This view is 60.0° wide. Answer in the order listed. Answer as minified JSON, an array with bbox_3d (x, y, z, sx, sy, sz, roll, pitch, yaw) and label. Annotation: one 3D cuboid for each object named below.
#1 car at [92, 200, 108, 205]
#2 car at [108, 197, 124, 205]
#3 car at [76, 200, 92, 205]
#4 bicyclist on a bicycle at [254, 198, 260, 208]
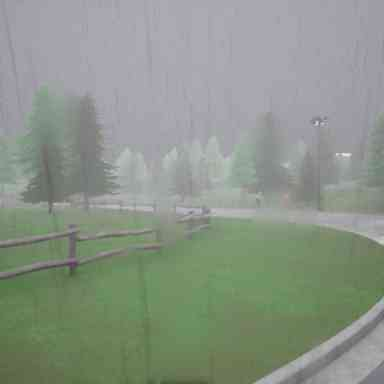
[{"bbox_3d":[-20.449,2.231,71.159,1.895,1.301,4.718,0,-1,-39],"label":"car"},{"bbox_3d":[-17.697,2.172,73.323,2.128,1.511,4.902,0,-1,-39],"label":"car"},{"bbox_3d":[-23.201,2.221,69.003,1.895,1.301,4.718,0,-1,-39],"label":"car"},{"bbox_3d":[10.057,1.696,51.007,1.656,1.620,0.582,0,0,-39],"label":"bicyclist on a bicycle"}]
